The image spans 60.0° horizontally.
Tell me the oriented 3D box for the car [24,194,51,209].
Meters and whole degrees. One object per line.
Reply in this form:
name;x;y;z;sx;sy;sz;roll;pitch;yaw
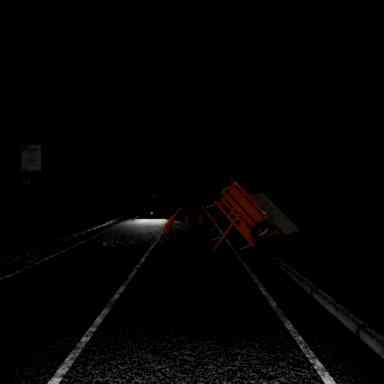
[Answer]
car;-21.892;1.385;44.421;4.553;1.767;2.185;0;0;0

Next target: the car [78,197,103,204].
car;-21.950;1.810;72.143;4.674;1.452;2.002;0;-1;0

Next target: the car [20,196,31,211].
car;-21.926;1.513;38.851;4.674;1.452;2.002;0;0;0

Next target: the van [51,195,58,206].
van;-22.040;1.307;47.202;4.442;1.987;1.878;0;0;0

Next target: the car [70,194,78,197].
car;-21.745;1.605;55.557;5.366;1.575;1.946;0;-1;0

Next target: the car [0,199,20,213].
car;-21.930;1.458;36.065;5.008;1.535;2.097;0;0;0

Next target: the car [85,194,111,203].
car;-21.932;1.585;77.715;5.566;2.045;2.435;0;-1;0

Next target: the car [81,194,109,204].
car;-21.927;1.552;75.054;5.566;2.045;2.435;0;-1;0

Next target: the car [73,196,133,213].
car;-8.841;1.450;33.251;4.892;1.521;2.231;0;0;0

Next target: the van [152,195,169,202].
van;-8.783;1.786;92.113;4.442;1.987;1.878;0;-1;0

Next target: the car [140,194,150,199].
car;-8.872;1.259;44.464;5.566;2.045;2.435;0;0;0

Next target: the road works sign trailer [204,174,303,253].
road works sign trailer;2.367;1.056;12.647;3.560;2.880;2.380;-5;45;-44

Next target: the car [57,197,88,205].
car;-21.908;1.689;61.128;4.792;1.488;2.163;0;-1;0

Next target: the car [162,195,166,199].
car;-8.868;1.772;72.492;5.008;1.535;2.097;0;-1;0

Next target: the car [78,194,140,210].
car;-8.874;1.208;36.054;5.566;2.045;2.435;0;0;0

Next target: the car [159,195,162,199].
car;-8.887;1.408;61.282;5.566;2.045;2.435;0;-1;0

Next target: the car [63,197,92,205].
car;-21.970;1.714;63.913;4.792;1.488;2.163;0;-1;0

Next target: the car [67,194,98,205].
car;-21.917;1.460;66.699;5.566;2.045;2.435;0;-1;0

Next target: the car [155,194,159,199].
car;-8.849;1.634;58.476;5.008;1.535;2.097;0;-1;0

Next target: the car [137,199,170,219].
car;-3.249;1.538;28.852;1.994;1.385;4.181;0;0;0

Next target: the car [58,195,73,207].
car;-21.925;1.623;52.772;4.674;1.452;2.002;0;-1;0

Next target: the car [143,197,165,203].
car;-8.910;1.869;78.095;4.792;1.488;2.163;0;-1;0

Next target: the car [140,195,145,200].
car;-8.849;1.490;41.656;4.892;1.521;2.231;0;0;0

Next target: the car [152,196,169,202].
car;-8.935;1.921;94.915;4.553;1.767;2.185;0;-1;0

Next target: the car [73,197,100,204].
car;-21.944;1.741;69.483;5.008;1.535;2.097;0;-1;0

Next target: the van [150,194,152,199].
van;-8.730;1.332;50.068;4.442;1.987;1.878;0;-1;0

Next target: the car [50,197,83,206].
car;-21.928;1.634;58.343;5.008;1.535;2.097;0;-1;0

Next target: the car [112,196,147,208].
car;-8.813;1.407;47.263;4.553;1.767;2.185;0;-1;0

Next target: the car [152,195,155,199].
car;-8.842;1.584;52.870;4.892;1.521;2.231;0;-1;0

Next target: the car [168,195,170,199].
car;-8.863;1.973;86.504;4.792;1.488;2.163;0;-1;0
